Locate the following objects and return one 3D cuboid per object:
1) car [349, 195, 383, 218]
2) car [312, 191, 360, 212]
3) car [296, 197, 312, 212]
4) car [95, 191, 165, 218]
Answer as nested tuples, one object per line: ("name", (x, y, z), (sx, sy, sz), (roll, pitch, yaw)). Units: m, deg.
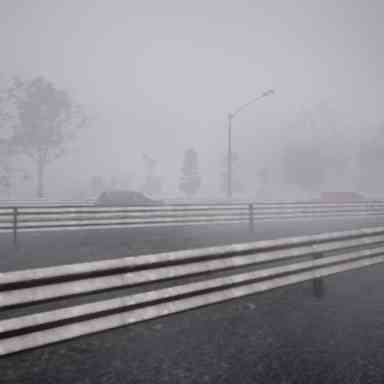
("car", (15.649, 1.229, 26.979), (4.902, 1.511, 2.128), (0, 0, -23))
("car", (14.042, 0.959, 30.113), (5.566, 2.045, 2.150), (0, 0, -23))
("car", (12.398, 1.265, 33.199), (4.674, 1.442, 1.812), (0, 0, -23))
("car", (-4.728, 0.915, 25.779), (5.566, 2.045, 2.150), (0, 0, -24))
